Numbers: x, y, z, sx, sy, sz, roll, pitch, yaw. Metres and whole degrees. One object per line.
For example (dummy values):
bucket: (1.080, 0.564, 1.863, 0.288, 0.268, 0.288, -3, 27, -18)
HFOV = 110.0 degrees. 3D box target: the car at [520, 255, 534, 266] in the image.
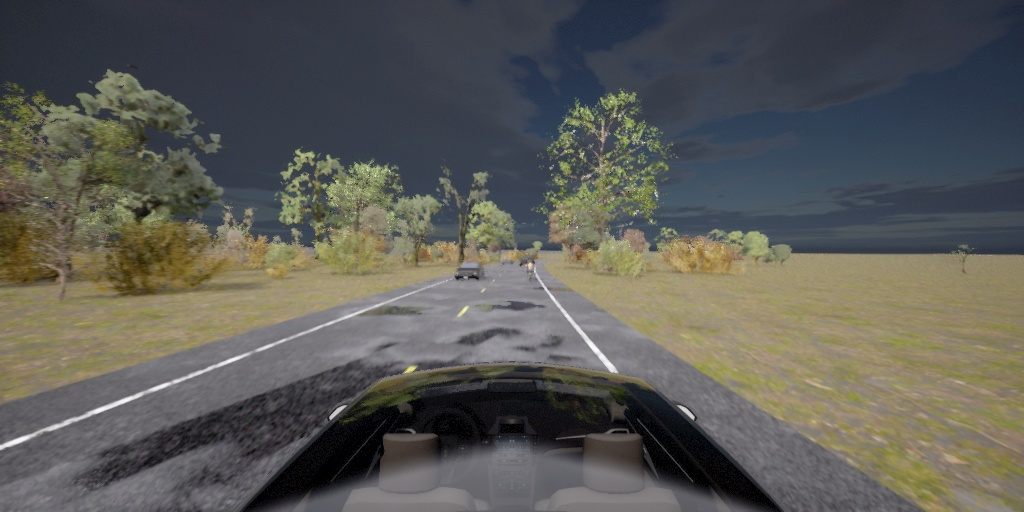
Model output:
car: (2.433, 1.051, 64.363, 1.837, 1.490, 4.892, 0, 0, 5)

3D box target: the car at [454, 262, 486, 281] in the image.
car: (-3.176, 1.151, 28.147, 2.033, 1.411, 5.357, 0, 0, 2)

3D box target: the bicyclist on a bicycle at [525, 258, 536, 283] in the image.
bicyclist on a bicycle: (1.286, 1.066, 25.437, 0.866, 1.612, 1.509, 0, 0, 2)
